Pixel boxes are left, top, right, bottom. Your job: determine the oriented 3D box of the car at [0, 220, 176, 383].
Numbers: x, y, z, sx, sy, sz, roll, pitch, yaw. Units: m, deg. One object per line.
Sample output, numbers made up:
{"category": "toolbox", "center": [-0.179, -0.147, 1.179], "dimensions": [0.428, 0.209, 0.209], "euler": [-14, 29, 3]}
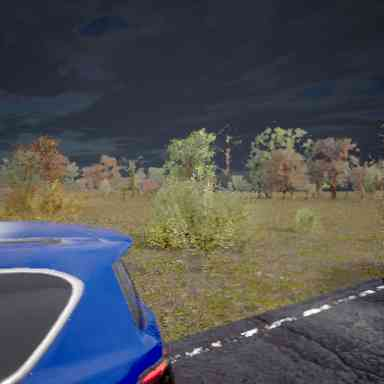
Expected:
{"category": "car", "center": [-2.663, 1.223, 1.173], "dimensions": [5.566, 2.045, 2.150], "euler": [0, 0, -36]}
